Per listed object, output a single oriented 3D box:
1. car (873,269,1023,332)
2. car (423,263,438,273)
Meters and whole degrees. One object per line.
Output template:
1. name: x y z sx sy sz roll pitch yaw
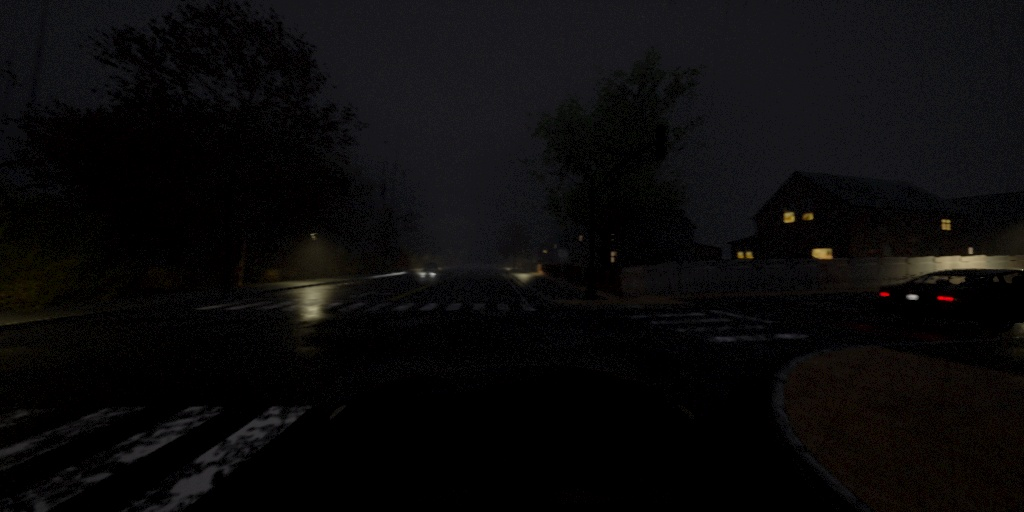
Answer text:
1. car: 12.355 1.033 9.236 5.357 1.411 2.033 -1 -1 -9
2. car: -12.834 1.834 56.791 1.837 1.490 4.892 1 -1 -3
